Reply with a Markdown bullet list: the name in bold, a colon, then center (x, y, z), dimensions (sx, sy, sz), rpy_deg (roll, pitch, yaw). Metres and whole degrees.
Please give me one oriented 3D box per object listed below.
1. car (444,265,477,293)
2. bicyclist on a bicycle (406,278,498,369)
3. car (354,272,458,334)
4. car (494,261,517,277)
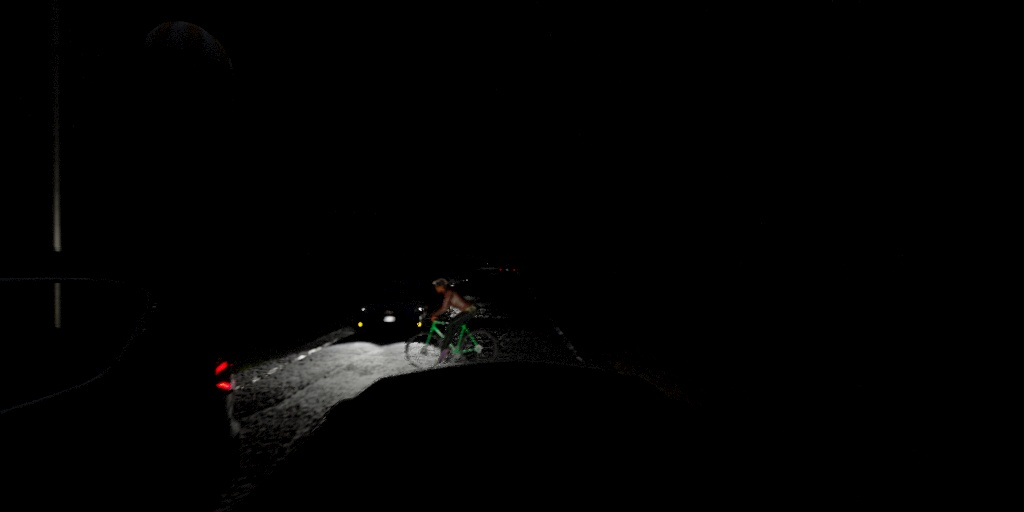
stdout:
- **car**: center (-3.142, 1.291, 21.079), dimensions (2.128, 1.511, 4.902), rpy_deg (0, 0, -1)
- **bicyclist on a bicycle**: center (-1.090, 1.217, 6.387), dimensions (1.656, 1.620, 0.582), rpy_deg (-2, 0, -1)
- **car**: center (-2.976, 1.338, 10.616), dimensions (1.994, 1.385, 4.181), rpy_deg (0, 0, -1)
- **car**: center (-0.481, 1.385, 37.544), dimensions (2.033, 1.411, 5.357), rpy_deg (0, 0, 0)
